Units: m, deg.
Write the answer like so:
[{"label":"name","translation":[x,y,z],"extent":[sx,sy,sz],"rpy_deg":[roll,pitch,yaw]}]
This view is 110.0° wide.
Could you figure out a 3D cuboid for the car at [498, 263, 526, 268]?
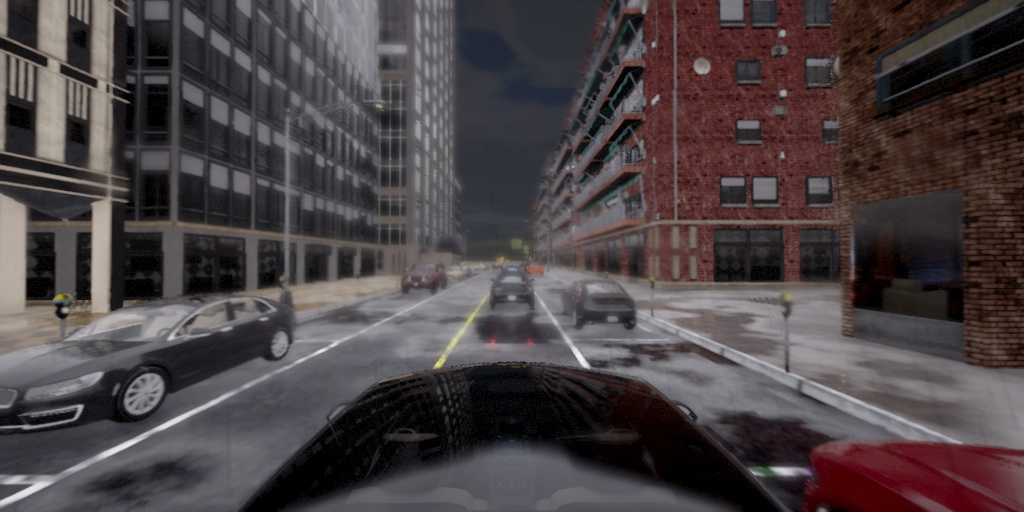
[{"label":"car","translation":[0.029,1.566,30.752],"extent":[1.812,1.442,4.674],"rpy_deg":[0,0,1]}]

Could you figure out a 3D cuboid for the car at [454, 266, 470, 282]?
[{"label":"car","translation":[-5.314,1.592,33.228],"extent":[1.751,1.417,4.829],"rpy_deg":[0,0,0]}]

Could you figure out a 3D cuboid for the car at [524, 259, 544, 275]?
[{"label":"car","translation":[2.989,1.555,47.224],"extent":[2.097,1.767,4.553],"rpy_deg":[0,-1,0]}]

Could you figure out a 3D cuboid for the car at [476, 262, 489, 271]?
[{"label":"car","translation":[-5.313,1.863,60.892],"extent":[1.751,1.417,4.829],"rpy_deg":[0,0,0]}]

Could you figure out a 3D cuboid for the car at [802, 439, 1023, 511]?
[{"label":"car","translation":[2.565,1.281,0.267],"extent":[1.888,1.381,4.507],"rpy_deg":[0,0,0]}]

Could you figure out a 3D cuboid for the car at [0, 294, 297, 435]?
[{"label":"car","translation":[-5.315,1.341,5.733],"extent":[2.007,1.370,4.403],"rpy_deg":[0,0,0]}]

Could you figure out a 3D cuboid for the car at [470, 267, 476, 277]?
[{"label":"car","translation":[-5.314,1.703,38.931],"extent":[1.802,1.307,4.207],"rpy_deg":[0,0,0]}]

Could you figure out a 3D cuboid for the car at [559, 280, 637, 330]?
[{"label":"car","translation":[2.565,1.397,11.320],"extent":[2.007,1.370,4.403],"rpy_deg":[0,0,0]}]

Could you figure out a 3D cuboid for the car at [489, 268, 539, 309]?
[{"label":"car","translation":[0.028,1.416,15.762],"extent":[1.812,1.442,4.674],"rpy_deg":[0,0,1]}]

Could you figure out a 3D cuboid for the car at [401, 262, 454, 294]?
[{"label":"car","translation":[-5.315,1.271,22.332],"extent":[2.192,1.841,5.009],"rpy_deg":[0,0,0]}]
